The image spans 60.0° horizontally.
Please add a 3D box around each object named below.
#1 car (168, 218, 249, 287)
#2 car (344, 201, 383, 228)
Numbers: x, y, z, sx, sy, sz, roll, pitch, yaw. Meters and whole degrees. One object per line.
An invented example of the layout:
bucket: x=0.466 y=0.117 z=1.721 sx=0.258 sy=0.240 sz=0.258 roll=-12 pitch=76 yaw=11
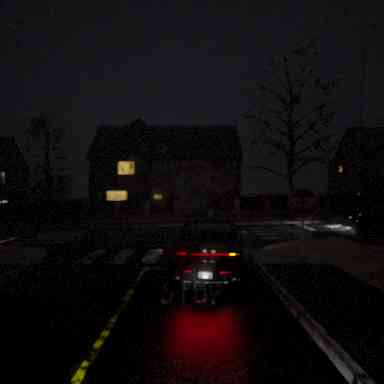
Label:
car: x=0.519 y=1.492 z=9.365 sx=1.837 sy=1.490 sz=4.892 roll=0 pitch=0 yaw=6
car: x=11.008 y=1.210 z=18.967 sx=4.181 sy=1.385 sz=1.994 roll=-1 pitch=1 yaw=0
